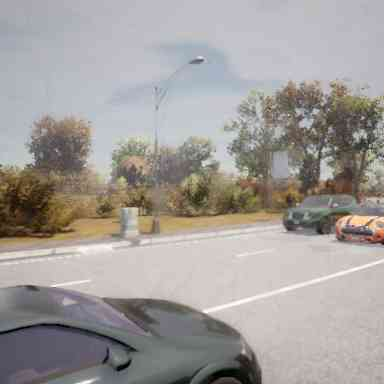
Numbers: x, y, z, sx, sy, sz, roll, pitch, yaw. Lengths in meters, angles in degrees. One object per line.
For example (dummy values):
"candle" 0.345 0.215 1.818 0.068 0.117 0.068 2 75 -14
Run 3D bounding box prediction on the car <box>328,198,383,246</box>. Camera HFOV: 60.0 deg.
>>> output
"car" 8.445 1.325 15.163 4.553 1.767 2.097 0 0 -40

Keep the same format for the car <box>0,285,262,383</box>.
"car" -1.353 1.568 2.839 4.181 1.385 1.994 0 0 -36

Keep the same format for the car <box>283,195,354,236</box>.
"car" 7.444 1.194 18.843 5.566 2.045 2.150 0 0 -41
